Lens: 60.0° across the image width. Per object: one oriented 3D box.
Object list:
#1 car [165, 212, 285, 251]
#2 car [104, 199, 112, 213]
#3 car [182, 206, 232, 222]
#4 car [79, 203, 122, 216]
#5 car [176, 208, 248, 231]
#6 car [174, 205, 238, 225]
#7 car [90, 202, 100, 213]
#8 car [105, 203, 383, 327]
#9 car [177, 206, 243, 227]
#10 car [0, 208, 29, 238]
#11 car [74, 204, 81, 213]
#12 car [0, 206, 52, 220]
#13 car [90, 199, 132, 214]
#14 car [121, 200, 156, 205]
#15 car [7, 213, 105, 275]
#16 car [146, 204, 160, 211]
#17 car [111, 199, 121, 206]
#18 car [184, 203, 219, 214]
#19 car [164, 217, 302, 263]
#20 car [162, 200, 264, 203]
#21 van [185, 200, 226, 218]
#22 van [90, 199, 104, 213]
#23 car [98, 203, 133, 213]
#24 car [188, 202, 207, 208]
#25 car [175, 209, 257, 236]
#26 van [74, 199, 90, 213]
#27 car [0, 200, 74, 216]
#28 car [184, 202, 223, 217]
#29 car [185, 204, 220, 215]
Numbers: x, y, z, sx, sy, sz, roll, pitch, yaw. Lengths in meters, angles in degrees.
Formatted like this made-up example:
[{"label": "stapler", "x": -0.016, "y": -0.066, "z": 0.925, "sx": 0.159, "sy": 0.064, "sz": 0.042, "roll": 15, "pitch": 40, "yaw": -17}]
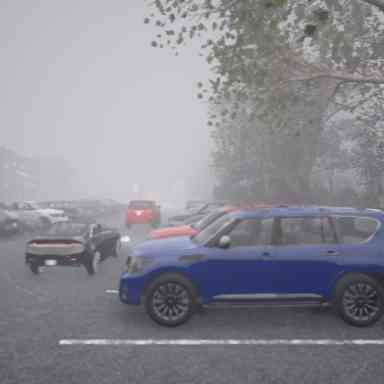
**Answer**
[{"label": "car", "x": 1.391, "y": 1.718, "z": 15.002, "sx": 5.008, "sy": 1.535, "sz": 2.097, "roll": 0, "pitch": -1, "yaw": 0}, {"label": "car", "x": -11.743, "y": 1.989, "z": 37.221, "sx": 4.553, "sy": 1.767, "sz": 2.185, "roll": 0, "pitch": -1, "yaw": 0}, {"label": "car", "x": 1.371, "y": 2.061, "z": 31.710, "sx": 4.674, "sy": 1.452, "sz": 2.002, "roll": 0, "pitch": -1, "yaw": 0}, {"label": "car", "x": -11.706, "y": 2.227, "z": 42.823, "sx": 4.892, "sy": 1.521, "sz": 2.231, "roll": 0, "pitch": -1, "yaw": 0}, {"label": "car", "x": 1.355, "y": 1.896, "z": 23.355, "sx": 4.792, "sy": 1.488, "sz": 2.163, "roll": 0, "pitch": -1, "yaw": 0}, {"label": "car", "x": 1.191, "y": 1.967, "z": 28.926, "sx": 5.366, "sy": 1.575, "sz": 1.946, "roll": 0, "pitch": -1, "yaw": 0}, {"label": "car", "x": -11.712, "y": 2.012, "z": 31.611, "sx": 4.892, "sy": 1.521, "sz": 2.231, "roll": 0, "pitch": -1, "yaw": 0}, {"label": "car", "x": 1.381, "y": 1.335, "z": 6.777, "sx": 5.566, "sy": 2.045, "sz": 2.435, "roll": 0, "pitch": -1, "yaw": 0}, {"label": "car", "x": 1.375, "y": 1.918, "z": 26.140, "sx": 5.008, "sy": 1.535, "sz": 2.097, "roll": 0, "pitch": -1, "yaw": 0}, {"label": "car", "x": -11.716, "y": 1.783, "z": 17.598, "sx": 4.792, "sy": 1.488, "sz": 2.163, "roll": 0, "pitch": -1, "yaw": 0}, {"label": "car", "x": -11.705, "y": 1.907, "z": 26.006, "sx": 5.008, "sy": 1.535, "sz": 2.097, "roll": 0, "pitch": -1, "yaw": 0}, {"label": "car", "x": -11.695, "y": 1.804, "z": 20.396, "sx": 4.892, "sy": 1.521, "sz": 2.231, "roll": 0, "pitch": -1, "yaw": 0}, {"label": "car", "x": -11.683, "y": 2.099, "z": 48.432, "sx": 5.566, "sy": 2.045, "sz": 2.435, "roll": 0, "pitch": -1, "yaw": 0}, {"label": "car", "x": -3.703, "y": 1.647, "z": 25.864, "sx": 2.150, "sy": 2.045, "sz": 5.566, "roll": 0, "pitch": -1, "yaw": 0}, {"label": "car", "x": -3.679, "y": 1.663, "z": 11.099, "sx": 2.128, "sy": 1.511, "sz": 4.902, "roll": 0, "pitch": -1, "yaw": 0}, {"label": "car", "x": -6.962, "y": 2.756, "z": 59.383, "sx": 1.895, "sy": 1.301, "sz": 4.718, "roll": 0, "pitch": -2, "yaw": 0}, {"label": "car", "x": -11.684, "y": 1.919, "z": 40.023, "sx": 5.566, "sy": 2.045, "sz": 2.435, "roll": 0, "pitch": -1, "yaw": 0}, {"label": "car", "x": 1.373, "y": 2.357, "z": 48.415, "sx": 5.008, "sy": 1.535, "sz": 2.097, "roll": 0, "pitch": -1, "yaw": 0}, {"label": "car", "x": 1.398, "y": 1.714, "z": 12.341, "sx": 4.674, "sy": 1.452, "sz": 2.002, "roll": 0, "pitch": -1, "yaw": 0}, {"label": "car", "x": 1.365, "y": 1.514, "z": 17.793, "sx": 5.566, "sy": 2.045, "sz": 2.435, "roll": 0, "pitch": -1, "yaw": 0}, {"label": "van", "x": 1.485, "y": 1.899, "z": 37.286, "sx": 4.442, "sy": 1.987, "sz": 1.878, "roll": 0, "pitch": -1, "yaw": 0}, {"label": "van", "x": -11.825, "y": 1.837, "z": 34.419, "sx": 4.442, "sy": 1.987, "sz": 1.878, "roll": 0, "pitch": -1, "yaw": 0}, {"label": "car", "x": -11.716, "y": 2.418, "z": 51.226, "sx": 4.892, "sy": 1.521, "sz": 2.231, "roll": 0, "pitch": -1, "yaw": 0}, {"label": "car", "x": 1.396, "y": 3.378, "z": 85.603, "sx": 5.008, "sy": 1.535, "sz": 2.097, "roll": 0, "pitch": -2, "yaw": 0}, {"label": "car", "x": 1.417, "y": 1.845, "z": 20.571, "sx": 4.792, "sy": 1.488, "sz": 2.163, "roll": 0, "pitch": -1, "yaw": 0}, {"label": "van", "x": -11.586, "y": 1.733, "z": 28.813, "sx": 4.442, "sy": 1.987, "sz": 1.878, "roll": 0, "pitch": -1, "yaw": 0}, {"label": "car", "x": -11.666, "y": 1.604, "z": 23.207, "sx": 5.566, "sy": 2.045, "sz": 2.435, "roll": 0, "pitch": -1, "yaw": 0}, {"label": "car", "x": 1.336, "y": 2.053, "z": 40.064, "sx": 4.553, "sy": 1.767, "sz": 2.185, "roll": 0, "pitch": -1, "yaw": 0}, {"label": "car", "x": 1.370, "y": 2.335, "z": 45.628, "sx": 4.674, "sy": 1.452, "sz": 2.002, "roll": 0, "pitch": -1, "yaw": 0}]
